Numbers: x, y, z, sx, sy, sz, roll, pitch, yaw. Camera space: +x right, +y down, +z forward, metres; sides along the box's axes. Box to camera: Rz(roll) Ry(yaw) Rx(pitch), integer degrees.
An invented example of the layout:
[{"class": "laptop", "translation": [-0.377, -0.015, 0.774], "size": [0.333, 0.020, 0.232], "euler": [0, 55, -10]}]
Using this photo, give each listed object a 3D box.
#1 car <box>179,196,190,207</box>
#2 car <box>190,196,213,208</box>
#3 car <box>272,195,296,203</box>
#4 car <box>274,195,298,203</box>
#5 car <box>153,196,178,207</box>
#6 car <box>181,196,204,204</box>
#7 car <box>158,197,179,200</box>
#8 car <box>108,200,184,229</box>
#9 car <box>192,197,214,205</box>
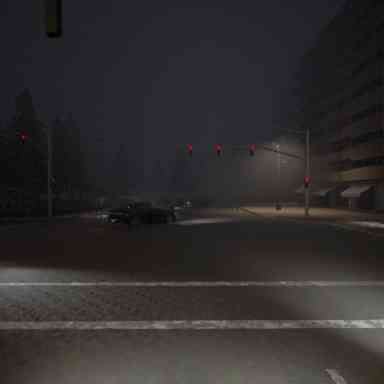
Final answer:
[{"class": "car", "translation": [-1.891, 1.547, 50.358], "size": [2.033, 1.411, 5.357], "euler": [0, 0, 15]}, {"class": "car", "translation": [1.608, 1.352, 49.040], "size": [2.097, 1.767, 4.553], "euler": [0, 0, 13]}, {"class": "car", "translation": [18.520, 1.478, 67.542], "size": [5.008, 1.535, 1.882], "euler": [0, 0, -33]}, {"class": "car", "translation": [20.614, 1.478, 72.927], "size": [5.008, 1.535, 1.882], "euler": [0, 0, -26]}, {"class": "car", "translation": [-4.269, 1.491, 53.968], "size": [2.128, 1.511, 4.902], "euler": [0, 0, 20]}, {"class": "car", "translation": [0.164, 1.492, 63.416], "size": [2.128, 1.511, 4.902], "euler": [0, 0, 32]}, {"class": "car", "translation": [-3.208, 1.491, 40.629], "size": [2.128, 1.511, 4.902], "euler": [0, 0, 4]}, {"class": "car", "translation": [-3.197, 1.525, 22.003], "size": [2.128, 1.511, 4.902], "euler": [0, 0, 43]}, {"class": "car", "translation": [2.003, 1.601, 59.585], "size": [1.895, 1.301, 4.718], "euler": [0, 0, 31]}]
